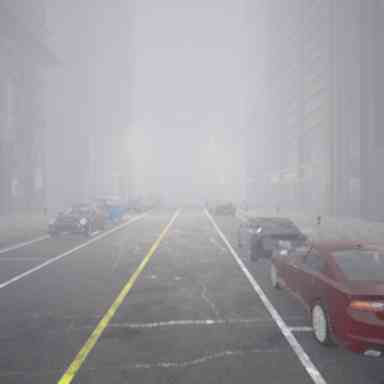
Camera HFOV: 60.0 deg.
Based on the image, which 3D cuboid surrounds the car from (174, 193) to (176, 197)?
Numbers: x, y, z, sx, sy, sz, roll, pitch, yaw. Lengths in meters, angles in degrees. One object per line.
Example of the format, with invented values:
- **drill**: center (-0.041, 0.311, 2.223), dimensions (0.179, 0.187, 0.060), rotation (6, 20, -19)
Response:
- **car**: center (-5.808, 1.148, 84.832), dimensions (1.887, 1.381, 4.507), rotation (1, 0, 0)

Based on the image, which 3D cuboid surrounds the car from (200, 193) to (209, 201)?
- **car**: center (2.701, 1.318, 51.090), dimensions (2.008, 1.369, 4.403), rotation (1, 0, 0)

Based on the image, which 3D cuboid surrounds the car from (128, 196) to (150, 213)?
- **car**: center (-5.833, 1.413, 34.213), dimensions (1.947, 1.339, 4.313), rotation (1, 0, 0)

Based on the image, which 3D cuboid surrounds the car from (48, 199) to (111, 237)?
- **car**: center (-5.840, 1.365, 17.340), dimensions (1.967, 1.590, 4.097), rotation (1, 0, 0)

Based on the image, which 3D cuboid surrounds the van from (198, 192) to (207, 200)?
- **van**: center (2.711, 1.026, 67.963), dimensions (1.690, 1.788, 3.998), rotation (1, 0, 0)

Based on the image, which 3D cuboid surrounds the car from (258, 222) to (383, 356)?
- **car**: center (2.679, 1.519, 6.093), dimensions (1.887, 1.381, 4.507), rotation (1, 0, 0)

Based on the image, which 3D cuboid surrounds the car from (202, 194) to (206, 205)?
- **car**: center (2.698, 1.339, 45.465), dimensions (1.887, 1.381, 4.507), rotation (1, 0, 0)

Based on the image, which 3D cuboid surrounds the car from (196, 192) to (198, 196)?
- **car**: center (2.717, 0.946, 79.212), dimensions (2.192, 1.841, 5.009), rotation (1, 0, 0)

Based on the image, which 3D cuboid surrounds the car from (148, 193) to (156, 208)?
- **car**: center (-5.829, 1.261, 39.837), dimensions (1.967, 1.590, 4.097), rotation (1, 0, 0)

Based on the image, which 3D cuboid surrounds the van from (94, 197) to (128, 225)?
- **van**: center (-5.836, 1.240, 22.964), dimensions (1.690, 1.788, 3.998), rotation (1, 0, 0)

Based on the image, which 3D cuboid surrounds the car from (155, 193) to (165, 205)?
- **car**: center (-5.822, 1.082, 51.085), dimensions (2.192, 1.841, 5.009), rotation (1, 0, 0)

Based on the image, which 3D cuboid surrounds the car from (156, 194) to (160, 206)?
- **car**: center (-5.827, 1.320, 45.292), dimensions (1.752, 1.417, 4.829), rotation (1, 0, 0)

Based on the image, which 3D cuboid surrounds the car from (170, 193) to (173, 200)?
- **car**: center (-5.814, 1.240, 73.583), dimensions (1.802, 1.307, 4.206), rotation (1, 0, 0)

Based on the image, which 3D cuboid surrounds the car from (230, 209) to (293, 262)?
- **car**: center (2.681, 1.516, 11.719), dimensions (1.947, 1.339, 4.313), rotation (1, 0, 0)

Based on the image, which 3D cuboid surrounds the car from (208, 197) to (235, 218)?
- **car**: center (2.690, 1.418, 28.592), dimensions (1.887, 1.381, 4.507), rotation (1, 0, 0)

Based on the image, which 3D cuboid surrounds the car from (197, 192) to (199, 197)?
- **car**: center (2.712, 1.182, 73.758), dimensions (1.752, 1.417, 4.829), rotation (1, 0, 0)

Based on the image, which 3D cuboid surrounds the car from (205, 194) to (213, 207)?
- **car**: center (2.694, 1.287, 34.216), dimensions (1.967, 1.590, 4.097), rotation (1, 0, 0)

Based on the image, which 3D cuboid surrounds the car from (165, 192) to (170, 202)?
- **car**: center (-5.818, 1.153, 62.334), dimensions (1.967, 1.590, 4.097), rotation (1, 0, 0)
